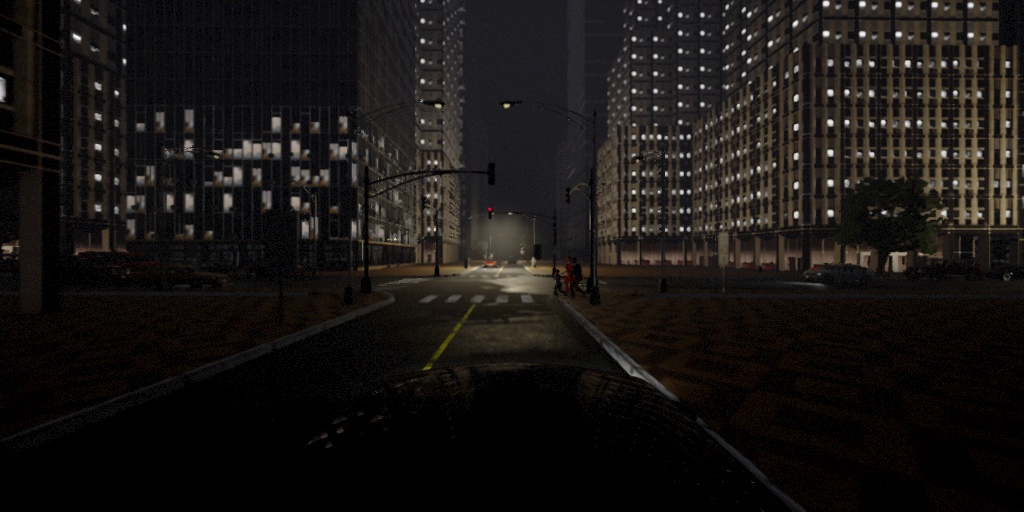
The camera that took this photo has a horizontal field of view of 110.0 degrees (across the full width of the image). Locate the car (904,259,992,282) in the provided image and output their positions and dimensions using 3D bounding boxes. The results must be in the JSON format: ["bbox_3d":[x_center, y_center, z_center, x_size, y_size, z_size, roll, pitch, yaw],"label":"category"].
[{"bbox_3d":[35.970,1.143,29.948,5.009,1.841,2.192,0,0,-1],"label":"car"}]

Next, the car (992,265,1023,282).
[{"bbox_3d":[41.666,1.413,30.042,4.313,1.339,1.948,0,0,-1],"label":"car"}]

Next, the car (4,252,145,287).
[{"bbox_3d":[-24.748,0.856,20.470,5.009,1.841,2.192,0,0,-1],"label":"car"}]

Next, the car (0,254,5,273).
[{"bbox_3d":[-41.907,0.751,28.670,5.009,1.841,2.192,0,0,-1],"label":"car"}]

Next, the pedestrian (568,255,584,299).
[{"bbox_3d":[2.651,0.845,14.904,0.375,1.860,0.375,0,0,0],"label":"pedestrian"}]

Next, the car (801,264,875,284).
[{"bbox_3d":[24.684,1.310,27.180,4.674,1.442,1.812,0,0,-1],"label":"car"}]

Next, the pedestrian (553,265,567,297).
[{"bbox_3d":[2.044,1.116,15.504,0.375,1.300,0.375,0,0,0],"label":"pedestrian"}]

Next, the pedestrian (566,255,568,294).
[{"bbox_3d":[2.574,0.838,16.104,0.375,1.860,0.375,0,0,0],"label":"pedestrian"}]

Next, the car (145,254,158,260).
[{"bbox_3d":[-24.842,0.762,23.158,5.566,2.045,2.150,0,0,-1],"label":"car"}]

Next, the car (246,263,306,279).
[{"bbox_3d":[-19.211,1.015,29.172,4.097,1.591,1.967,0,0,-1],"label":"car"}]

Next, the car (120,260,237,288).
[{"bbox_3d":[-18.900,1.099,20.536,4.829,1.417,1.751,0,0,-1],"label":"car"}]

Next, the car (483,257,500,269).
[{"bbox_3d":[-3.062,1.093,52.388,1.812,1.442,4.674,0,0,0],"label":"car"}]
